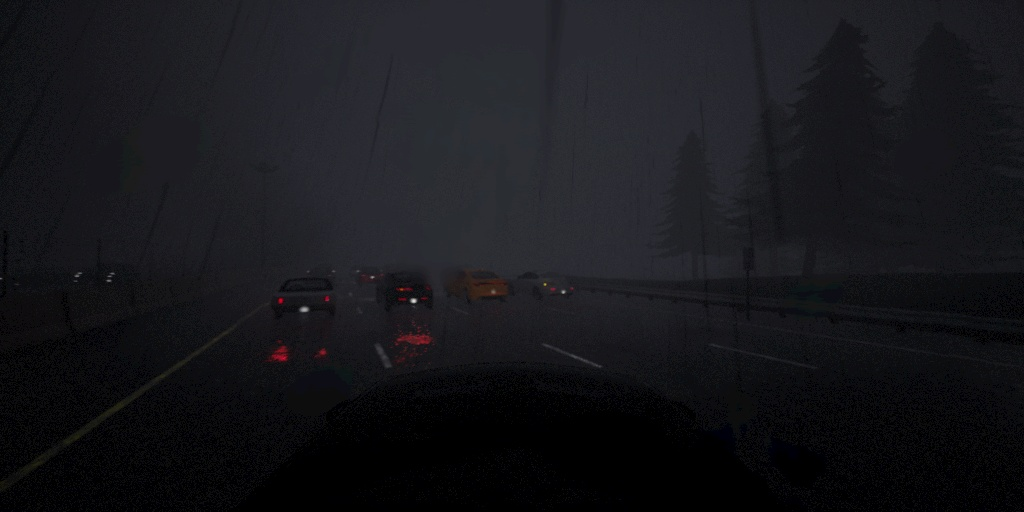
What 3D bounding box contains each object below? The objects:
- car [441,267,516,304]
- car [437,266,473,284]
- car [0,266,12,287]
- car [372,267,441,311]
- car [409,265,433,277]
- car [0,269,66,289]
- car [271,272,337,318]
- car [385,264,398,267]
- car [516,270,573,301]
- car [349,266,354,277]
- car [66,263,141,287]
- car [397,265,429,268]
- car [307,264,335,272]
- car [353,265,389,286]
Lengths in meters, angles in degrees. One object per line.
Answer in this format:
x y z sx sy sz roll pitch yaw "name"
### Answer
-1.888 1.399 17.658 1.882 1.535 5.008 0 0 -26 "car"
-5.132 1.637 31.959 1.994 1.385 4.181 0 -1 -26 "car"
-36.044 1.409 23.274 2.128 1.511 4.902 0 -1 -26 "car"
-4.694 1.400 15.432 1.837 1.490 4.892 0 0 -26 "car"
-11.196 1.796 44.051 1.895 1.301 4.718 0 -1 -27 "car"
-33.117 1.544 25.248 1.895 1.301 4.718 0 -1 -26 "car"
-7.712 1.468 13.633 1.895 1.301 4.718 0 -1 -26 "car"
-14.329 1.649 42.493 1.882 1.535 5.008 0 0 -26 "car"
1.396 1.464 18.909 1.812 1.442 4.674 0 0 -26 "car"
-17.523 1.750 41.054 1.895 1.301 4.718 0 -1 -26 "car"
-29.913 1.316 26.662 2.097 1.767 4.553 0 -1 -26 "car"
-8.194 1.613 30.252 1.994 1.385 4.181 0 -1 -26 "car"
-14.504 1.567 27.218 1.994 1.385 4.181 0 -1 -26 "car"
-11.385 1.590 28.810 1.994 1.385 4.181 0 -1 -26 "car"
